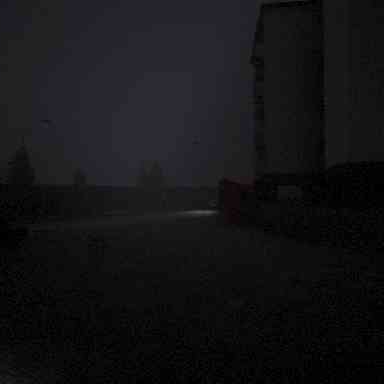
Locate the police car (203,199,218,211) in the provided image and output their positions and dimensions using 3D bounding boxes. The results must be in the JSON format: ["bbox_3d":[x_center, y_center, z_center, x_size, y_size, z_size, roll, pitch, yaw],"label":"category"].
[{"bbox_3d":[3.322,1.718,45.329,2.038,1.542,4.974,-1,0,35],"label":"police car"}]
